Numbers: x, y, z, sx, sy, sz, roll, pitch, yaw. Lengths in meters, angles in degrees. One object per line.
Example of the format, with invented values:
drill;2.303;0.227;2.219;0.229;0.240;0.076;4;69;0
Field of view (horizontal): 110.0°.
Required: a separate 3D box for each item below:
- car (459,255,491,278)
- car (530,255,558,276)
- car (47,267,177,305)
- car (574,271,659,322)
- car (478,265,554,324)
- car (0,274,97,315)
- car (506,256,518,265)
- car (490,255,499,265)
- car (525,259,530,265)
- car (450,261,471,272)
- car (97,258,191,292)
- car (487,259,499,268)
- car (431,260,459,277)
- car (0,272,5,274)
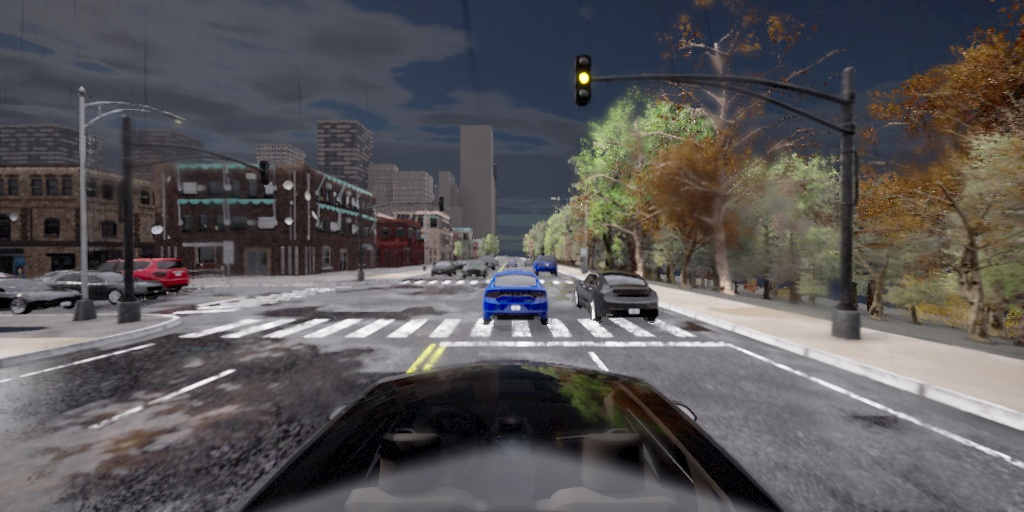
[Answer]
car;-3.342;1.081;33.313;2.097;1.767;4.553;0;0;0
car;3.351;0.947;36.810;2.150;2.045;5.566;0;0;0
car;-19.342;1.464;16.975;4.892;1.490;1.837;-1;1;-2
car;3.351;1.250;12.254;1.837;1.490;4.892;0;1;0
car;0.101;1.221;12.024;1.882;1.535;5.008;0;0;0
car;-19.947;1.560;14.294;4.313;1.339;1.948;0;0;0
car;-0.002;1.251;64.297;2.033;1.411;5.357;0;0;0
car;-3.328;0.927;48.286;2.150;2.045;5.566;0;1;0
car;3.252;1.195;64.683;2.128;1.511;4.902;0;0;0
car;-6.576;1.319;46.284;1.895;1.301;4.718;0;0;1
car;-21.504;1.171;20.226;5.566;2.045;2.150;-1;1;0
car;-3.294;1.267;62.977;1.994;1.385;4.181;0;0;1
car;-6.588;1.205;35.148;1.882;1.535;5.008;0;0;0
car;-33.815;1.646;22.813;4.207;1.307;1.802;0;0;0
